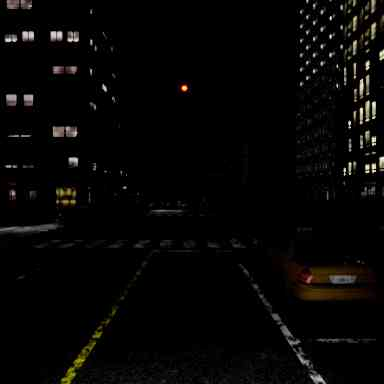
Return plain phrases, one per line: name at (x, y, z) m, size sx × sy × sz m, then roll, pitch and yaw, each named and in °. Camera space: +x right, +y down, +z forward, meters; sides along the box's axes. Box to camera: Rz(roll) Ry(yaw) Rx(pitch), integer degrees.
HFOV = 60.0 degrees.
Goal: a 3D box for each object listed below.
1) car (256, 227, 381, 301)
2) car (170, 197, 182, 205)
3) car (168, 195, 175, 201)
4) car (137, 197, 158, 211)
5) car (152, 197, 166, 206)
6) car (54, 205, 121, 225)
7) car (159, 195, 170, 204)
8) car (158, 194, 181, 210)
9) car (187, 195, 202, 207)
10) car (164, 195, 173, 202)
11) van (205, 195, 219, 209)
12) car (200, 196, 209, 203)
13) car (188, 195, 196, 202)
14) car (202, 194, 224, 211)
car at (2.698, 1.526, 8.247) m, size 1.752 × 1.417 × 4.829 m, roll 0°, pitch 0°, yaw 0°
car at (-2.973, 1.594, 62.253) m, size 2.033 × 1.411 × 5.357 m, roll 0°, pitch 0°, yaw 1°
car at (-5.567, 1.624, 90.072) m, size 1.752 × 1.417 × 4.829 m, roll 0°, pitch 0°, yaw 0°
car at (-5.636, 1.567, 40.502) m, size 2.008 × 1.369 × 4.403 m, roll 0°, pitch 0°, yaw 0°
car at (-5.613, 1.588, 57.081) m, size 2.008 × 1.369 × 4.403 m, roll 0°, pitch 0°, yaw 0°
car at (-8.073, 1.705, 25.726) m, size 4.718 × 1.301 × 1.895 m, roll -1°, pitch 0°, yaw -34°
car at (-5.599, 1.496, 68.135) m, size 1.967 × 1.590 × 4.097 m, roll 0°, pitch 0°, yaw 0°
car at (-3.030, 1.242, 44.379) m, size 2.150 × 2.045 × 5.566 m, roll 0°, pitch 0°, yaw 0°
car at (0.176, 1.632, 52.922) m, size 1.895 × 1.301 × 4.718 m, roll 0°, pitch 0°, yaw 0°
car at (-5.583, 1.516, 79.188) m, size 1.967 × 1.590 × 4.097 m, roll 0°, pitch 0°, yaw 0°
van at (2.750, 1.363, 46.016) m, size 1.690 × 1.788 × 3.998 m, roll 0°, pitch 0°, yaw 0°
car at (2.790, 1.611, 73.650) m, size 1.887 × 1.381 × 4.507 m, roll 0°, pitch 0°, yaw 0°
car at (0.112, 1.556, 80.177) m, size 1.882 × 1.535 × 5.008 m, roll 0°, pitch 0°, yaw 0°
car at (2.742, 1.332, 40.490) m, size 2.192 × 1.841 × 5.009 m, roll 0°, pitch 0°, yaw 0°
